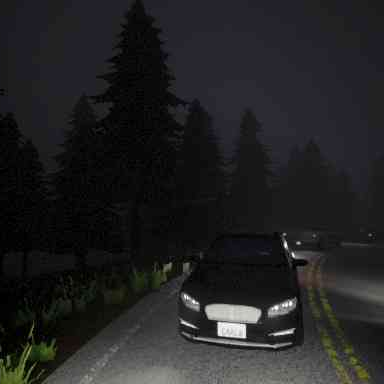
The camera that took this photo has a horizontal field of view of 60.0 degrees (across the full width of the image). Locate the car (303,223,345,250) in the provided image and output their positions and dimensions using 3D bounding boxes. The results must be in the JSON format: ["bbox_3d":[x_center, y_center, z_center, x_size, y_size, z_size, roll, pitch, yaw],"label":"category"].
[{"bbox_3d":[6.528,2.310,17.734,1.895,1.301,4.718,-3,-6,39],"label":"car"}]

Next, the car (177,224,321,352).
[{"bbox_3d":[1.138,1.562,6.623,2.128,1.511,4.902,-1,-2,15],"label":"car"}]

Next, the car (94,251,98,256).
[{"bbox_3d":[-20.219,13.650,73.004,4.181,1.381,1.994,-2,-5,31],"label":"car"}]

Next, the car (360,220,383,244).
[{"bbox_3d":[15.892,3.228,26.477,5.566,2.045,2.150,8,-8,-28],"label":"car"}]
